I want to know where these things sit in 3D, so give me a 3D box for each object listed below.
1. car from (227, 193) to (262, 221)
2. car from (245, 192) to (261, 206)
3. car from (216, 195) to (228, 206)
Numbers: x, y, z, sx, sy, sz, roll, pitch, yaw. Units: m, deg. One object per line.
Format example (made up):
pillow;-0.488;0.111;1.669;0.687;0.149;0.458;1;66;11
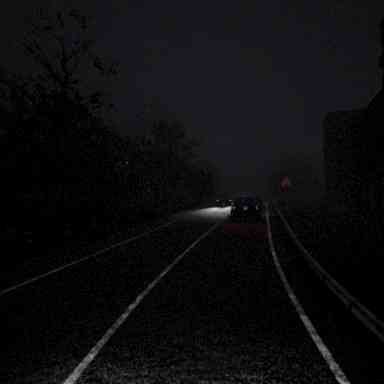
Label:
car;4.093;1.105;24.861;2.097;1.767;4.553;-1;1;12
car;7.834;0.842;42.288;1.882;1.535;5.008;-1;1;12
car;4.216;1.051;41.435;1.895;1.301;4.718;-1;1;12
